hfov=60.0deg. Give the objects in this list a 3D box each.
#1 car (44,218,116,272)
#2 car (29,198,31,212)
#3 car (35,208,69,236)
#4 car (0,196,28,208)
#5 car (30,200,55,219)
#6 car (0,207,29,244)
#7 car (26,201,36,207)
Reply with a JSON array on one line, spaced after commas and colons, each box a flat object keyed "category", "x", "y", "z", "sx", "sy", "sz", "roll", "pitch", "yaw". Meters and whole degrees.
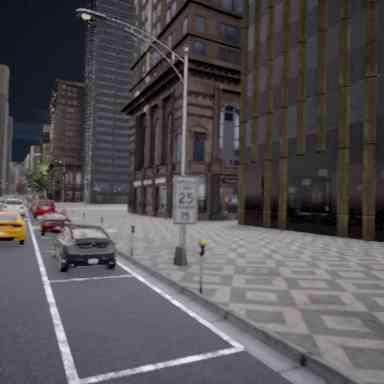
[{"category": "car", "x": -3.872, "y": 1.817, "z": 11.663, "sx": 2.008, "sy": 1.369, "sz": 4.403, "roll": 3, "pitch": -2, "yaw": -27}, {"category": "car", "x": -19.928, "y": 2.050, "z": 43.870, "sx": 2.150, "sy": 2.045, "sz": 5.566, "roll": 3, "pitch": -2, "yaw": -27}, {"category": "car", "x": -8.784, "y": 1.969, "z": 21.278, "sx": 1.887, "sy": 1.381, "sz": 4.507, "roll": 3, "pitch": -2, "yaw": -27}, {"category": "car", "x": -20.657, "y": 1.855, "z": 38.660, "sx": 2.150, "sy": 2.045, "sz": 5.566, "roll": 3, "pitch": -2, "yaw": -27}, {"category": "car", "x": -16.743, "y": 1.935, "z": 37.638, "sx": 2.150, "sy": 2.045, "sz": 5.566, "roll": 3, "pitch": -2, "yaw": -27}, {"category": "car", "x": -9.648, "y": 1.742, "z": 17.112, "sx": 1.882, "sy": 1.535, "sz": 5.008, "roll": 3, "pitch": -2, "yaw": -27}, {"category": "car", "x": -39.153, "y": 2.951, "z": 80.725, "sx": 1.947, "sy": 1.339, "sz": 4.313, "roll": 3, "pitch": -2, "yaw": -27}]
